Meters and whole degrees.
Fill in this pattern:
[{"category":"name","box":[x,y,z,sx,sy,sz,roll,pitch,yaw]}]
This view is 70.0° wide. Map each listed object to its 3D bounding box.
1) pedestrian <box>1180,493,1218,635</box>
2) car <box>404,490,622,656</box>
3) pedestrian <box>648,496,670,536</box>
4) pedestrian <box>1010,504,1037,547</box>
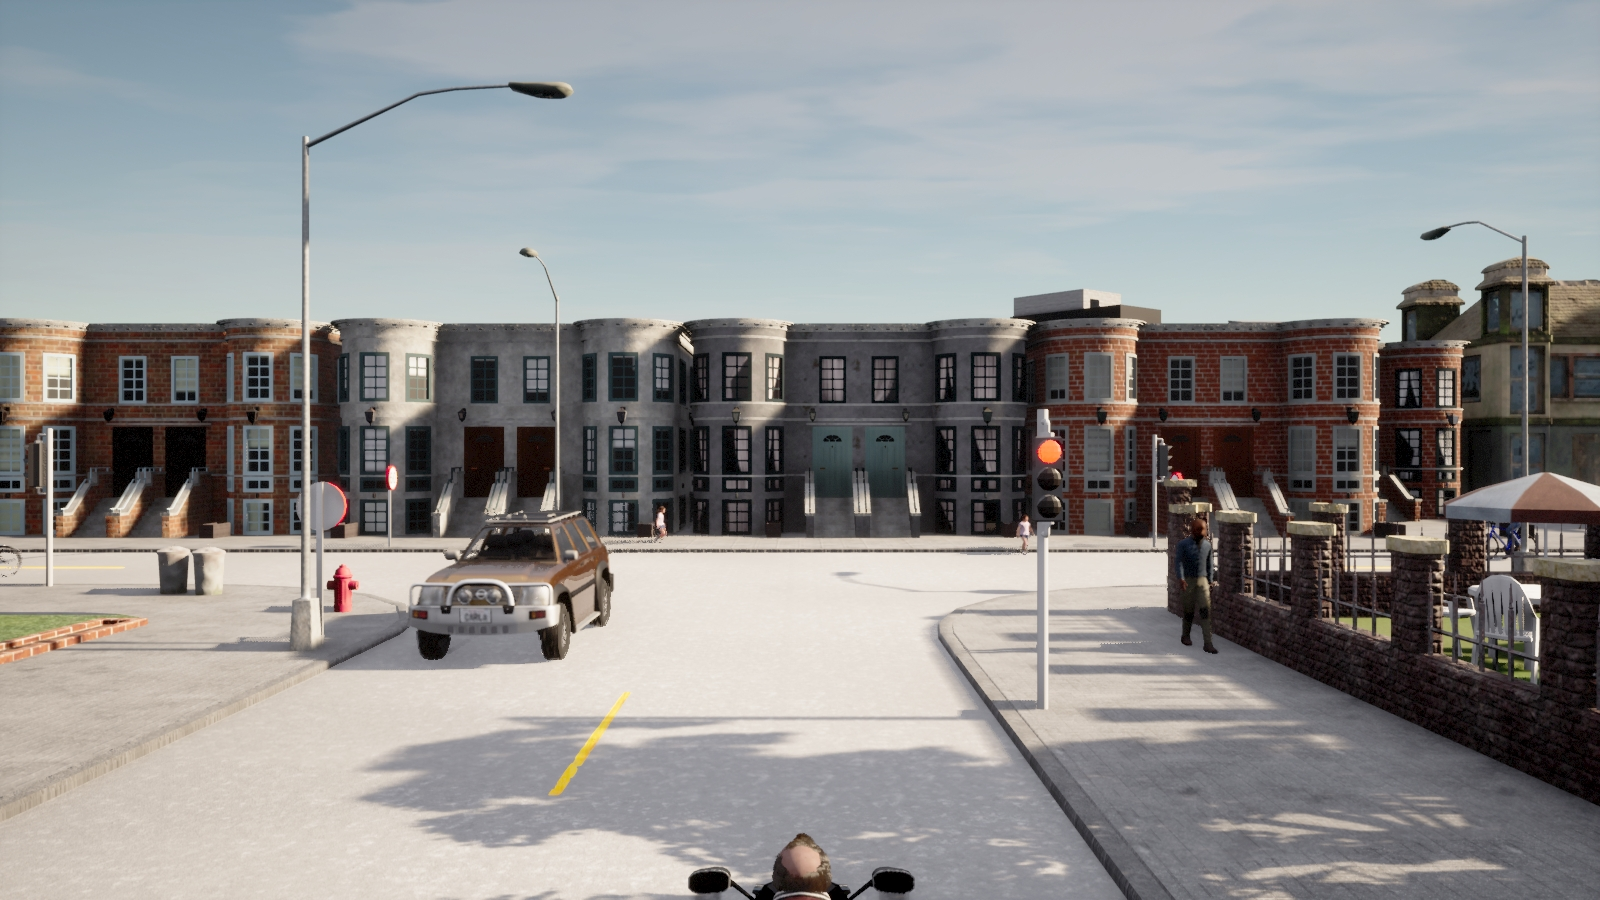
[{"category":"pedestrian","box":[5.326,1.509,15.267,0.375,1.860,0.375,0,0,-2]},{"category":"car","box":[-3.984,1.634,16.713,1.932,1.855,4.605,0,1,1]},{"category":"pedestrian","box":[-4.054,1.891,32.836,0.500,1.100,0.500,0,0,12]},{"category":"pedestrian","box":[5.917,1.996,30.234,0.500,1.100,0.500,0,0,-21]}]
